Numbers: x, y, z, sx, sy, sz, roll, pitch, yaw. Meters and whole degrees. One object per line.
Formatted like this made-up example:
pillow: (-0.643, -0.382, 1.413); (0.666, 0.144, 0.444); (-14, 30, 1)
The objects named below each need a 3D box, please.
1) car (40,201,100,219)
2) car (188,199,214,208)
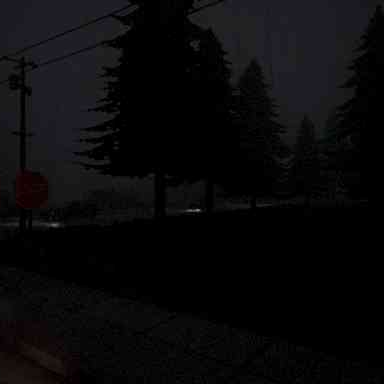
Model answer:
car: (-9.788, 1.505, 27.023); (1.882, 1.535, 5.008); (0, 0, 33)
car: (1.234, 1.591, 43.741); (1.994, 1.385, 4.181); (0, 0, 34)
